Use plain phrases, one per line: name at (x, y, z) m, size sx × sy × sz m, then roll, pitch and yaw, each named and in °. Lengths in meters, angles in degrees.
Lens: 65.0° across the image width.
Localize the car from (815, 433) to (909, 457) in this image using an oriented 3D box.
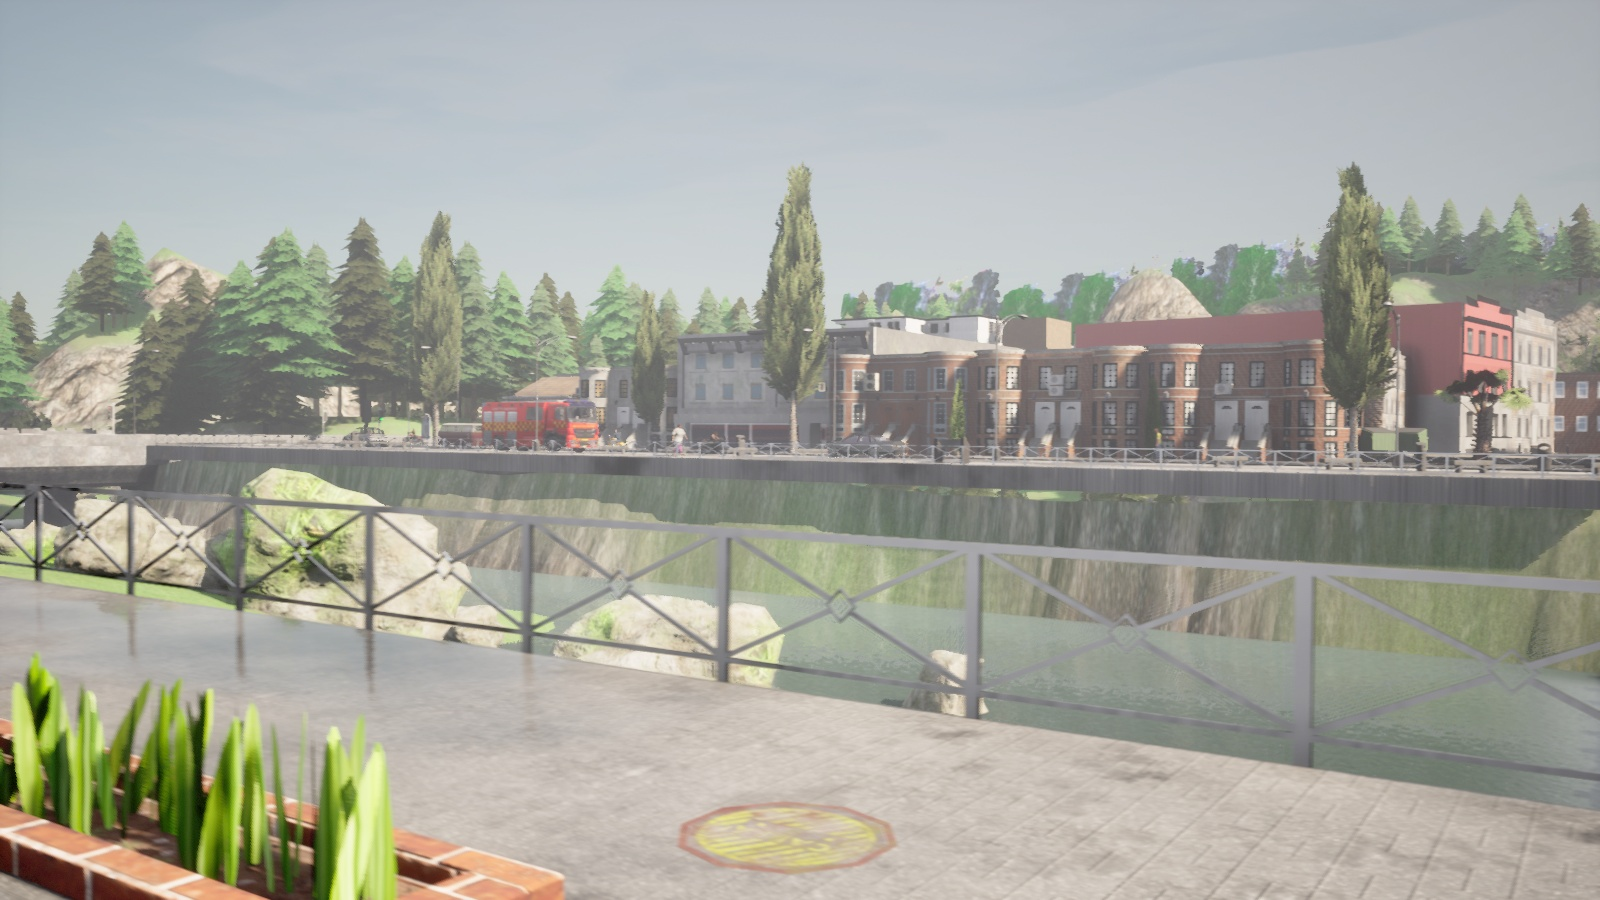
car at (3.734, -0.289, 75.767) m, size 5.357 × 1.411 × 2.033 m, roll 0°, pitch 1°, yaw 34°

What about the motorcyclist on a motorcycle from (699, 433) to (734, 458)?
motorcyclist on a motorcycle at (-5.128, -0.289, 76.850) m, size 2.044 × 1.523 × 0.797 m, roll 0°, pitch 1°, yaw 34°

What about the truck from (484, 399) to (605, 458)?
truck at (-17.344, -1.435, 84.939) m, size 8.468 × 3.827 × 2.891 m, roll 0°, pitch 1°, yaw 34°

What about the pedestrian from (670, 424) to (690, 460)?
pedestrian at (-6.622, -0.444, 69.277) m, size 0.659 × 1.952 × 0.873 m, roll -1°, pitch 1°, yaw -43°

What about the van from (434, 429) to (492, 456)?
van at (-25.551, -0.583, 95.205) m, size 4.442 × 1.987 × 1.775 m, roll 0°, pitch 1°, yaw 34°
